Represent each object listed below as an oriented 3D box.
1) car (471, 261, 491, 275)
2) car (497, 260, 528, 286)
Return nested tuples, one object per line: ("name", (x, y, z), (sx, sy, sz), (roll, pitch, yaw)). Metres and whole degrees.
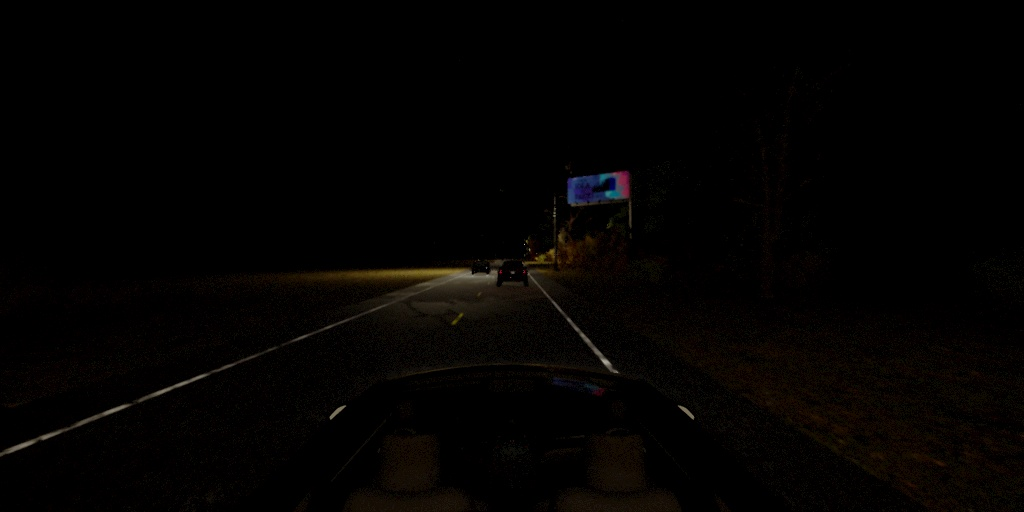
("car", (-3.433, 1.258, 40.539), (1.882, 1.535, 5.008), (0, 0, 0))
("car", (0.065, 1.100, 25.566), (2.097, 1.767, 4.553), (0, 0, 1))
